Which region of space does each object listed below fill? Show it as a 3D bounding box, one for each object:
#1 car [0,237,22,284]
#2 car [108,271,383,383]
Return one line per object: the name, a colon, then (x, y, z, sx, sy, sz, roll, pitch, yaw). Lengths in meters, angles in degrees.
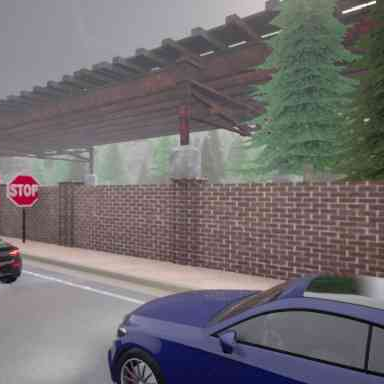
car: (-6.055, 1.526, 8.311, 4.674, 1.442, 1.812, 0, 0, 36)
car: (1.257, 1.526, 3.095, 4.674, 1.442, 1.812, 0, 0, 36)
